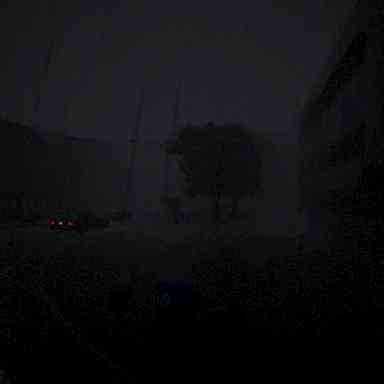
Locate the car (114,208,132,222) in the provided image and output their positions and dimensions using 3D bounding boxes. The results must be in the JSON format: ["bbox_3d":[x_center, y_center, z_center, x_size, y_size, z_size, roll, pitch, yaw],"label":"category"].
[{"bbox_3d":[-8.342,2.518,37.310,1.812,1.442,4.674,1,-2,13],"label":"car"}]

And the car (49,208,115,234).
[{"bbox_3d":[-7.776,2.118,23.533,2.033,1.411,5.357,1,-2,13],"label":"car"}]

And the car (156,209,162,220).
[{"bbox_3d":[-3.221,2.850,43.057,1.994,1.385,4.181,1,-2,13],"label":"car"}]
